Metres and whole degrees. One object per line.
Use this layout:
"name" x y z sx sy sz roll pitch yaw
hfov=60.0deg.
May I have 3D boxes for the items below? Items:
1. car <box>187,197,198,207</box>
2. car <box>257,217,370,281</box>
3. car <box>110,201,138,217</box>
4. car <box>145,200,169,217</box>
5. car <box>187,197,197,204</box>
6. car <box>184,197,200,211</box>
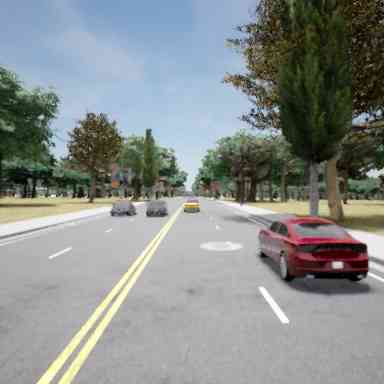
"car" 0.094 1.608 56.132 1.882 1.535 5.008 0 0 0
"car" 3.249 1.482 9.897 1.882 1.535 5.008 0 0 0
"car" -6.524 1.570 32.064 1.812 1.442 4.674 0 0 0
"car" -3.276 1.551 31.963 1.837 1.490 4.892 0 -1 1
"car" -0.008 1.764 73.550 2.033 1.411 5.357 0 0 0
"car" -0.006 1.529 40.863 1.801 1.575 5.366 0 0 0
